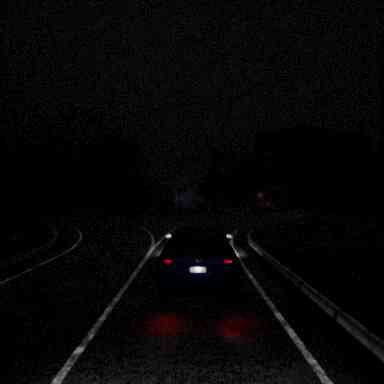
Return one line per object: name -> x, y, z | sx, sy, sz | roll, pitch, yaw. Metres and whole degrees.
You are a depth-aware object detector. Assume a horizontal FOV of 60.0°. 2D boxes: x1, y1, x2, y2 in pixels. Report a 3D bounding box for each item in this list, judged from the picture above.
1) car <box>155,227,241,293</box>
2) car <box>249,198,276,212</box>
car -> 0.186, 1.651, 9.119 | 1.994, 1.385, 4.181 | 0, 0, 2
car -> 8.859, 1.565, 42.398 | 2.097, 1.767, 4.553 | -1, 0, -10
